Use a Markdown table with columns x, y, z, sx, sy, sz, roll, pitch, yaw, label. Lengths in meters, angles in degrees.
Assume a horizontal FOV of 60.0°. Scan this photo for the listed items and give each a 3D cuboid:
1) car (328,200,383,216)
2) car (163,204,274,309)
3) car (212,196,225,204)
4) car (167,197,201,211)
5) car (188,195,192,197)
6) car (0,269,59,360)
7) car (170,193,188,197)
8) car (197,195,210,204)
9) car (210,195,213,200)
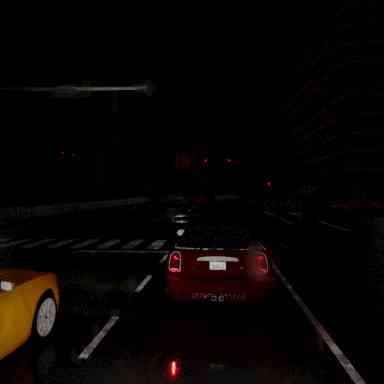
| x | y | z | sx | sy | sz | roll | pitch | yaw | label |
| --- | --- | --- | --- | --- | --- | --- | --- | --- | --- |
| 16.342 | 1.533 | 33.425 | 5.008 | 1.535 | 1.882 | 0 | 0 | 5 | car |
| 0.656 | 1.352 | 8.121 | 2.097 | 1.767 | 4.553 | 0 | 0 | 5 | car |
| 5.454 | 1.525 | 65.041 | 1.812 | 1.442 | 4.674 | 0 | 0 | 7 | car |
| -1.162 | 1.545 | 34.790 | 1.812 | 1.442 | 4.674 | 0 | 0 | -24 | car |
| -1.131 | 1.355 | 70.023 | 2.097 | 1.767 | 4.553 | 0 | 0 | 10 | car |
| -3.262 | 1.478 | 3.519 | 1.882 | 1.535 | 5.008 | 0 | 0 | 5 | car |
| -2.514 | 1.223 | 57.228 | 2.150 | 2.045 | 5.566 | 0 | 0 | 5 | car |
| 1.814 | 1.352 | 63.954 | 2.097 | 1.767 | 4.553 | 0 | 0 | 7 | car |
| 4.191 | 1.476 | 83.977 | 1.882 | 1.535 | 5.008 | 0 | 0 | 31 | car |
